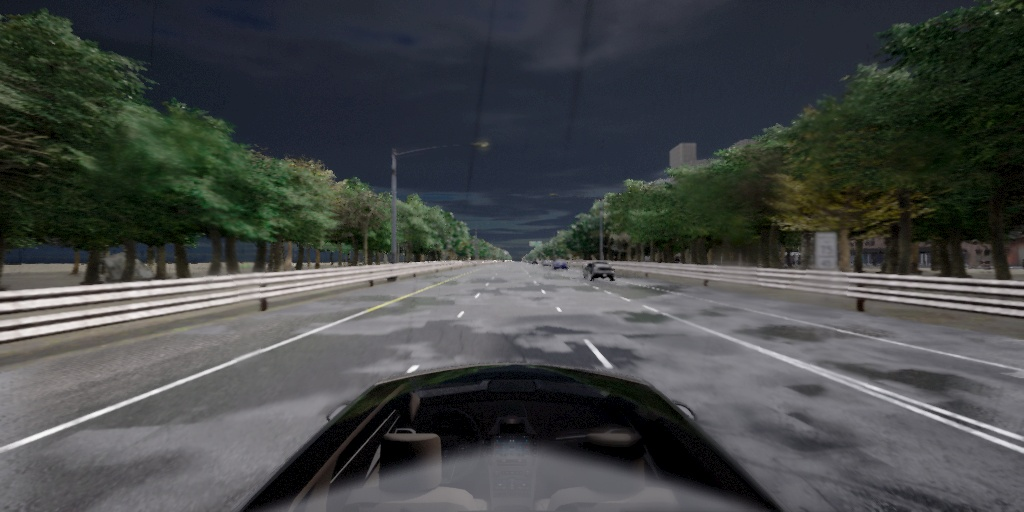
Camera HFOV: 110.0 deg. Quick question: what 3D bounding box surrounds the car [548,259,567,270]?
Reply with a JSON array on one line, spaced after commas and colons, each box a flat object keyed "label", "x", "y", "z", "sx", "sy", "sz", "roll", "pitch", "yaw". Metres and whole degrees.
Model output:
[{"label": "car", "x": 7.104, "y": 1.194, "z": 54.469, "sx": 2.097, "sy": 1.767, "sz": 4.553, "roll": 0, "pitch": 0, "yaw": 0}]

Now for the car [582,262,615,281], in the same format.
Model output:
[{"label": "car", "x": 7.022, "y": 1.253, "z": 29.537, "sx": 1.837, "sy": 1.490, "sz": 4.892, "roll": 0, "pitch": 0, "yaw": 0}]
